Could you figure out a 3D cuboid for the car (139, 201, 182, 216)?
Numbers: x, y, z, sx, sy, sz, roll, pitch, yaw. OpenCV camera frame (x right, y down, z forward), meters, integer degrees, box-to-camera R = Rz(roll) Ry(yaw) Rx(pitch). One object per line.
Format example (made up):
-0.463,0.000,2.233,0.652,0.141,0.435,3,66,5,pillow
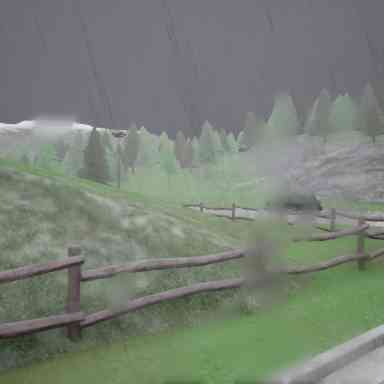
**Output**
-3.130,1.564,32.986,4.181,1.385,1.994,0,0,24,car

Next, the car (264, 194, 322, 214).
10.086,1.223,33.409,5.566,2.045,2.150,0,0,35,car
